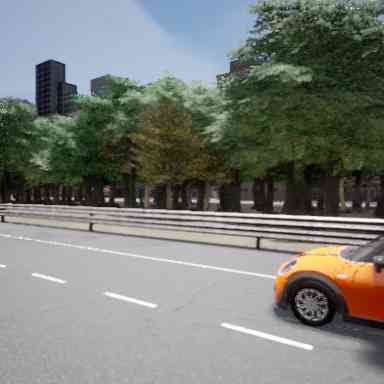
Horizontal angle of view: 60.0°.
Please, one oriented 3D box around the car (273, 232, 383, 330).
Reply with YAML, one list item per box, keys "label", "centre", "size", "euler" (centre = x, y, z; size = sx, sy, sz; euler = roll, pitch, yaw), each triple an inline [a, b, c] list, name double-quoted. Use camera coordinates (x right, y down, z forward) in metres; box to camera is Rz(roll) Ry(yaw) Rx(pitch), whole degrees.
- label: "car"
  centre: [3.714, 1.352, 5.519]
  size: [4.553, 1.767, 2.097]
  euler: [0, 0, 35]
